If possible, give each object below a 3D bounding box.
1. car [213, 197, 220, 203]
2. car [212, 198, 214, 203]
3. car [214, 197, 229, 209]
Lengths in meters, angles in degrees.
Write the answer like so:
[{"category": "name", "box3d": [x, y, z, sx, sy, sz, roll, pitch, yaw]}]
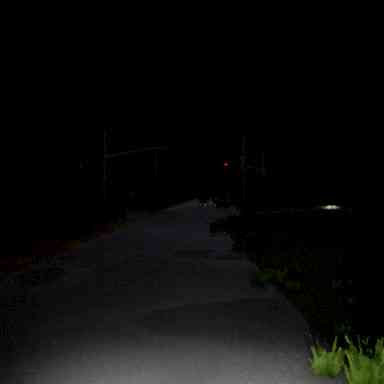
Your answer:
[{"category": "car", "box3d": [6.838, 2.182, 94.151, 1.837, 1.490, 4.892, 0, -1, 3]}, {"category": "car", "box3d": [6.273, 2.308, 82.524, 1.895, 1.301, 4.718, 0, -1, 3]}, {"category": "car", "box3d": [4.847, 1.943, 53.167, 1.882, 1.535, 5.008, 0, -1, 3]}]
